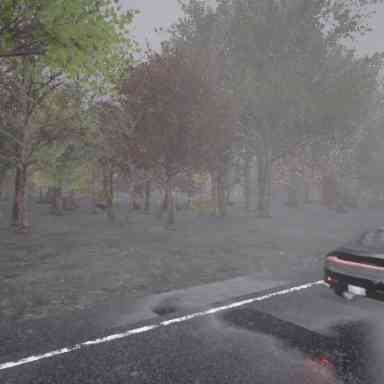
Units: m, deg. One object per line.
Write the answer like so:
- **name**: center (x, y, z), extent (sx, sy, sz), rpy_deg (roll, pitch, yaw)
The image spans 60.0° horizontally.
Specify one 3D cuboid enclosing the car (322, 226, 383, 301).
- **car**: center (4.832, 1.493, 7.183), extent (4.902, 1.511, 2.128), rpy_deg (0, 0, -35)
